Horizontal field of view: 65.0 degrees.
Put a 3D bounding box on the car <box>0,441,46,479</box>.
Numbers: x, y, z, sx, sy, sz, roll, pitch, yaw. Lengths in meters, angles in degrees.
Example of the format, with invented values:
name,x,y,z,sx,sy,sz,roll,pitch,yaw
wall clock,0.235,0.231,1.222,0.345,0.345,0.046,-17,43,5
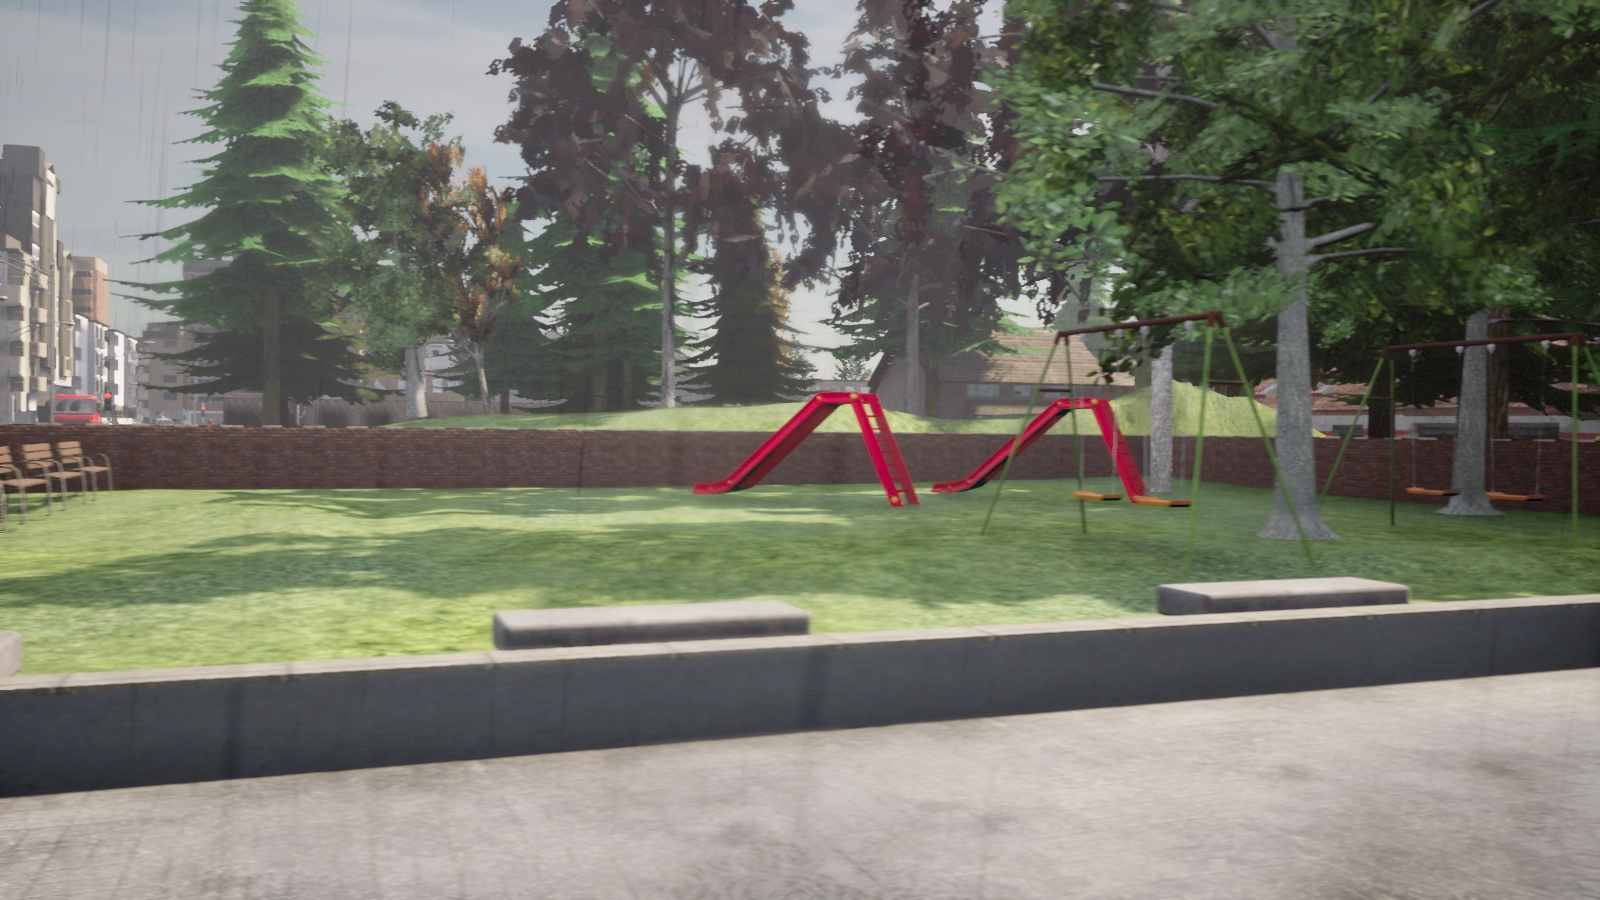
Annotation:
name,x,y,z,sx,sy,sz,roll,pitch,yaw
car,-31.712,0.377,49.839,2.033,1.411,5.357,-1,1,-20
